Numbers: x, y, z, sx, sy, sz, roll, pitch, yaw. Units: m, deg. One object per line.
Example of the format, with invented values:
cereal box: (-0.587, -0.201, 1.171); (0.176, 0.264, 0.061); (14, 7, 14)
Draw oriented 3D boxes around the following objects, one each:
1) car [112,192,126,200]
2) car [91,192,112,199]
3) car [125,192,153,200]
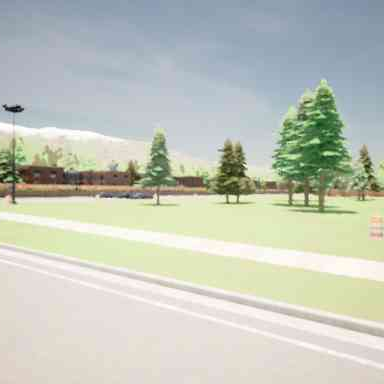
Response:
car: (-13.139, 0.729, 67.528); (1.882, 1.535, 5.008); (1, 1, 35)
car: (-18.945, 0.686, 71.438); (2.033, 1.411, 5.357); (1, 1, 35)
car: (-10.057, 0.850, 65.846); (2.033, 1.411, 5.357); (1, 1, 35)
